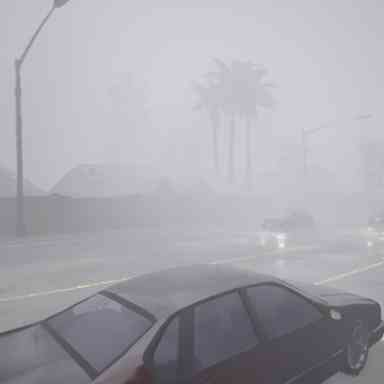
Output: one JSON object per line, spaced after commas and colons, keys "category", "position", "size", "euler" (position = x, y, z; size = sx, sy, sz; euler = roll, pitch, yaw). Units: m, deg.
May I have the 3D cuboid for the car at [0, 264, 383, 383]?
{"category": "car", "position": [0.253, 1.617, 3.852], "size": [5.357, 1.411, 2.033], "euler": [0, -1, -39]}

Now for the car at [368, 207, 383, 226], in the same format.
{"category": "car", "position": [15.570, 1.884, 26.120], "size": [4.902, 1.511, 2.128], "euler": [1, -1, -40]}

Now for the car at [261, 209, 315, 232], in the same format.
{"category": "car", "position": [6.843, 1.917, 23.362], "size": [4.674, 1.442, 1.812], "euler": [1, -2, -40]}
